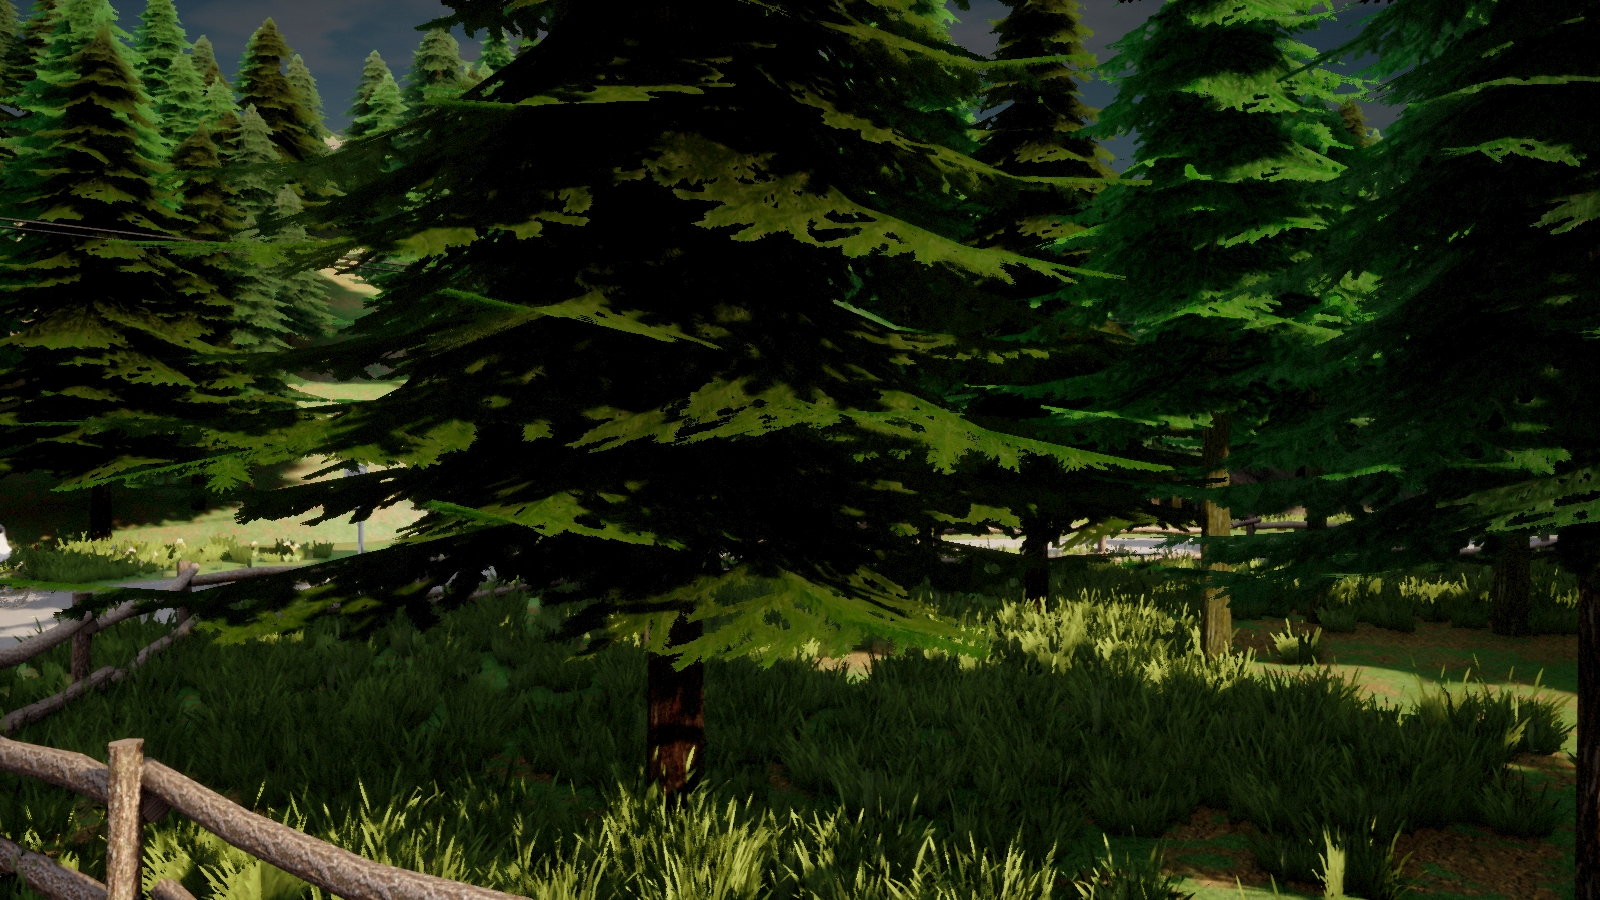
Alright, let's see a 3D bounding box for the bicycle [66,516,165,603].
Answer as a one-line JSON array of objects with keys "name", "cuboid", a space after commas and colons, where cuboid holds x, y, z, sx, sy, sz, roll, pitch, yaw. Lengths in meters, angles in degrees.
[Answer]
[{"name": "bicycle", "cuboid": [-13.027, 2.056, 21.799, 0.373, 1.496, 1.643, 0, 0, 29]}]
